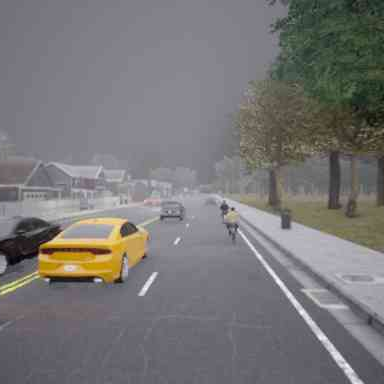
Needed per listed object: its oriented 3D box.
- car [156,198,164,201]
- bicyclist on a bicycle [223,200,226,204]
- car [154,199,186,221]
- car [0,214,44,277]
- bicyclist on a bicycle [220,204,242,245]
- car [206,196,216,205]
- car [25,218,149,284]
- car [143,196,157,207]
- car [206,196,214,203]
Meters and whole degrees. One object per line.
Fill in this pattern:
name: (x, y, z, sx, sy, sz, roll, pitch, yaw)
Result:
car: (-3.801, 1.741, 50.984, 1.895, 1.301, 4.718, 0, 0, 3)
bicyclist on a bicycle: (2.216, 1.413, 22.854, 0.659, 1.776, 1.843, 0, 0, 3)
car: (-1.554, 1.618, 28.140, 2.033, 1.411, 5.357, 0, 0, 3)
car: (-5.942, 1.523, 10.530, 1.882, 1.535, 5.008, 0, 0, 3)
bicyclist on a bicycle: (1.801, 1.462, 14.759, 0.866, 1.612, 1.509, 0, 0, 3)
car: (3.405, 1.684, 60.522, 2.033, 1.411, 5.357, 0, 0, 3)
car: (-2.527, 1.508, 9.733, 1.882, 1.535, 5.008, 0, 0, 3)
car: (-6.779, 1.516, 55.998, 2.097, 1.767, 4.553, 0, 0, 3)
car: (4.027, 1.644, 74.188, 1.882, 1.535, 5.008, 0, 0, 3)
